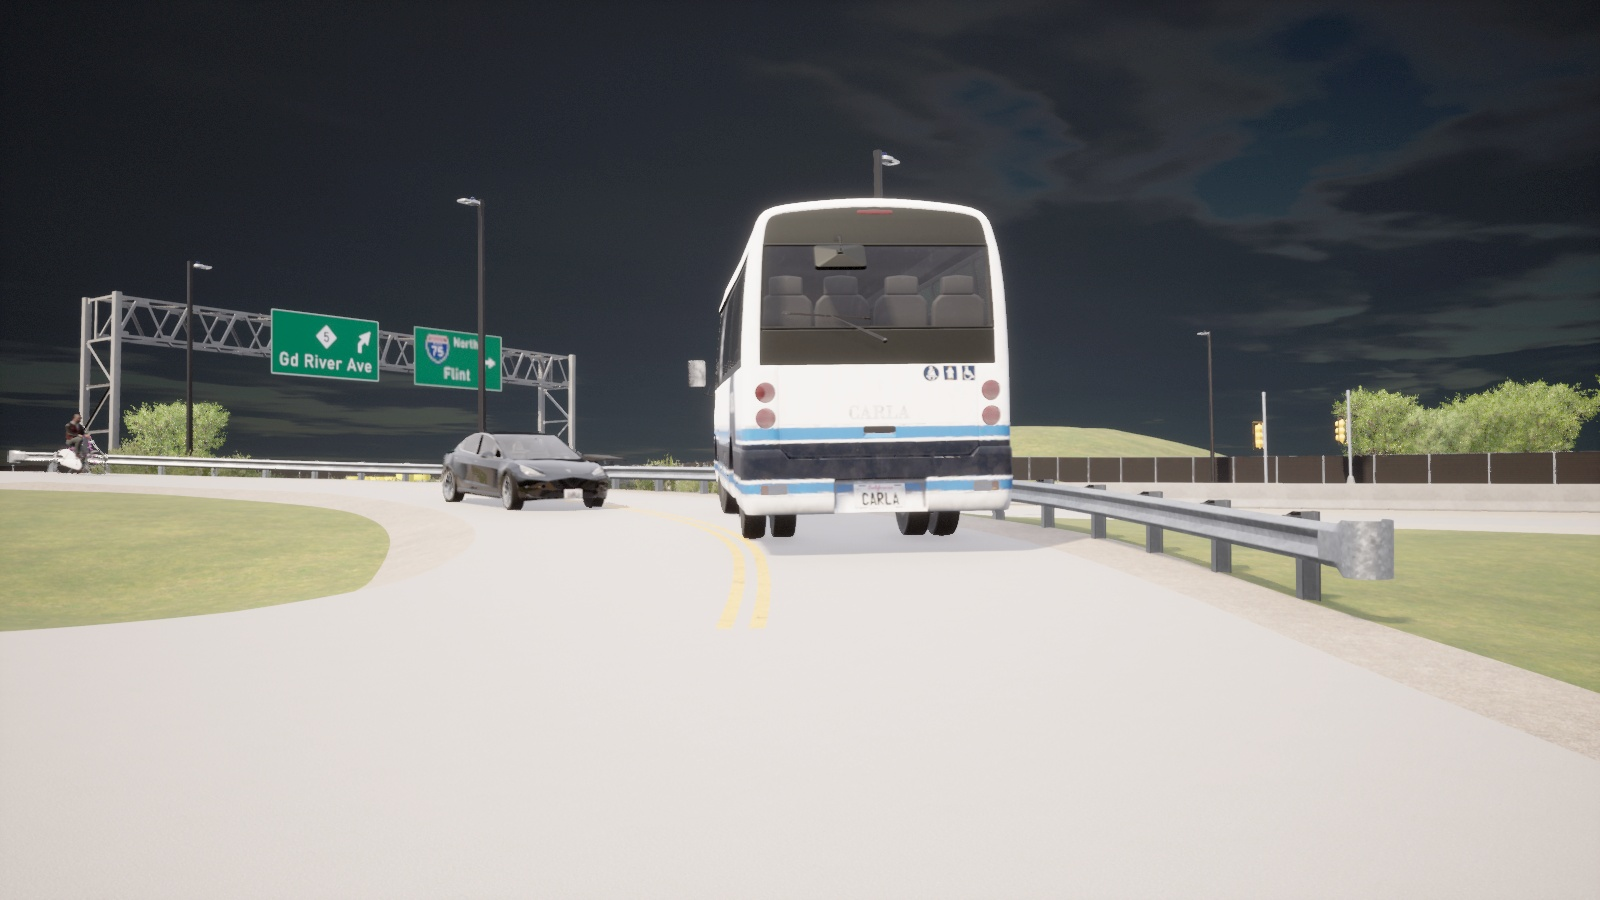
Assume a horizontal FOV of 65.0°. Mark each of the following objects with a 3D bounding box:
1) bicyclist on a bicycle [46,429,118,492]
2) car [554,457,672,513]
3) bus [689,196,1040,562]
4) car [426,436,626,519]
[{"bbox_3d":[-20.529,0.302,35.888,1.843,1.776,0.659,0,-1,15],"label":"bicyclist on a bicycle"},{"bbox_3d":[-6.641,1.244,44.493,3.866,1.878,1.905,-2,-2,35],"label":"car"},{"bbox_3d":[0.349,-0.949,20.129,3.944,4.253,10.273,-2,1,-6],"label":"bus"},{"bbox_3d":[-5.634,0.489,25.322,2.163,1.488,4.792,-1,1,-36],"label":"car"}]
